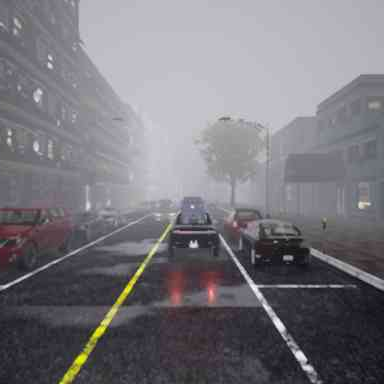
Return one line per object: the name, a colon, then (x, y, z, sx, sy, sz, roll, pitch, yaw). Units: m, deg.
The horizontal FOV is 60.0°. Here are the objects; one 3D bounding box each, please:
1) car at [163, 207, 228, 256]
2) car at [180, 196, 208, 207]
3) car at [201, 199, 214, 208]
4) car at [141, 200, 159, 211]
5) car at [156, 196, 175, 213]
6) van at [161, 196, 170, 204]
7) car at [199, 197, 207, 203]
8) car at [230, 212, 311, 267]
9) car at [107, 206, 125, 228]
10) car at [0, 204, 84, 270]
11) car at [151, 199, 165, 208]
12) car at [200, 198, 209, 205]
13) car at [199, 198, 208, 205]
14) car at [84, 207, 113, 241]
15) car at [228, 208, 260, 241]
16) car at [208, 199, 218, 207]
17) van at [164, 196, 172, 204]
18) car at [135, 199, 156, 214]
car: (0.064, 1.569, 13.495, 2.128, 1.511, 4.902, 0, 0, 0)
car: (0.046, 1.408, 31.468, 2.150, 2.045, 5.566, 0, 0, 0)
car: (2.598, 1.899, 57.016, 1.887, 1.381, 4.507, 0, 0, 0)
car: (-5.763, 1.821, 45.613, 1.887, 1.381, 4.507, 0, 0, 0)
car: (-3.155, 1.596, 40.505, 2.097, 1.767, 4.553, 0, 0, 0)
van: (-5.811, 1.821, 74.098, 1.690, 1.788, 3.998, 0, 0, 0)
car: (2.866, 2.023, 85.306, 1.801, 1.575, 5.366, 0, 0, 0)
car: (2.672, 1.615, 11.444, 2.008, 1.369, 4.403, 0, 0, 0)
car: (-5.727, 1.683, 22.825, 2.008, 1.369, 4.403, 0, 0, 0)
car: (-5.709, 1.379, 11.434, 2.192, 1.841, 5.009, 0, 0, 0)
car: (-5.782, 1.920, 57.005, 1.947, 1.339, 4.313, 0, 0, 0)
car: (2.580, 2.019, 68.409, 1.802, 1.307, 4.206, 0, 0, 0)
car: (2.571, 2.025, 74.107, 1.887, 1.381, 4.507, 0, 0, 0)
car: (-5.718, 1.663, 17.129, 1.947, 1.339, 4.313, 0, 0, 0)
car: (2.663, 1.538, 17.142, 1.967, 1.590, 4.097, 0, 0, 0)
car: (2.617, 1.828, 45.624, 2.008, 1.369, 4.403, 0, 0, 0)
van: (-5.820, 1.865, 79.794, 1.690, 1.788, 3.998, 0, 0, 0)
car: (-5.755, 1.764, 39.746, 1.752, 1.417, 4.829, 0, 0, 0)
